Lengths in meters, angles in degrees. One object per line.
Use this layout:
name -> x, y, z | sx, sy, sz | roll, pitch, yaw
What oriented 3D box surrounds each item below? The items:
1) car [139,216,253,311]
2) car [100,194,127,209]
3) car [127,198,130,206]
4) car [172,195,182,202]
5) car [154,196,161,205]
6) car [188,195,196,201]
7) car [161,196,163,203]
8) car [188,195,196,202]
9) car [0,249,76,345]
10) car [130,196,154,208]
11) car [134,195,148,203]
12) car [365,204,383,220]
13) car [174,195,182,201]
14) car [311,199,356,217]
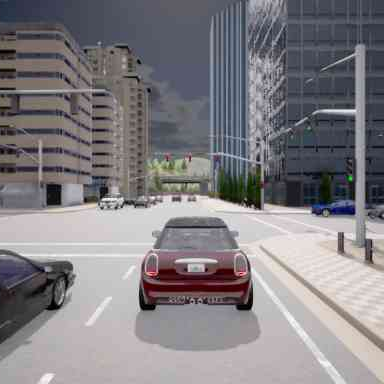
car -> 0.081, 1.352, 7.946 | 2.097, 1.767, 4.553 | 0, 0, 0
car -> -10.611, 1.222, 44.436 | 2.150, 2.045, 5.566 | 0, 0, 0
car -> -10.606, 1.601, 54.215 | 1.895, 1.301, 4.718 | 0, 0, 0
car -> -3.520, 1.470, 74.700 | 1.882, 1.535, 5.008 | 0, 0, 0
car -> -7.096, 1.491, 57.464 | 2.128, 1.511, 4.902 | 0, 0, 0
car -> -0.022, 1.493, 84.311 | 1.812, 1.442, 4.674 | 0, 0, 0
car -> -7.024, 1.492, 68.528 | 2.128, 1.511, 4.902 | 0, 0, 0
car -> -0.020, 1.547, 75.818 | 1.994, 1.385, 4.181 | 0, 0, 0
car -> -3.435, 1.547, 4.747 | 2.033, 1.411, 5.357 | 0, 0, 0
car -> -7.111, 1.547, 47.951 | 2.033, 1.411, 5.357 | 0, 0, 0
car -> -10.519, 1.492, 68.655 | 2.128, 1.511, 4.902 | 0, 0, 0
car -> 16.273, 1.436, 26.324 | 4.902, 1.511, 2.128 | 0, 0, 0
car -> -3.522, 1.509, 84.311 | 2.033, 1.411, 5.357 | 0, 0, 0
car -> 13.286, 1.422, 29.846 | 5.008, 1.535, 1.882 | 0, 0, 1
